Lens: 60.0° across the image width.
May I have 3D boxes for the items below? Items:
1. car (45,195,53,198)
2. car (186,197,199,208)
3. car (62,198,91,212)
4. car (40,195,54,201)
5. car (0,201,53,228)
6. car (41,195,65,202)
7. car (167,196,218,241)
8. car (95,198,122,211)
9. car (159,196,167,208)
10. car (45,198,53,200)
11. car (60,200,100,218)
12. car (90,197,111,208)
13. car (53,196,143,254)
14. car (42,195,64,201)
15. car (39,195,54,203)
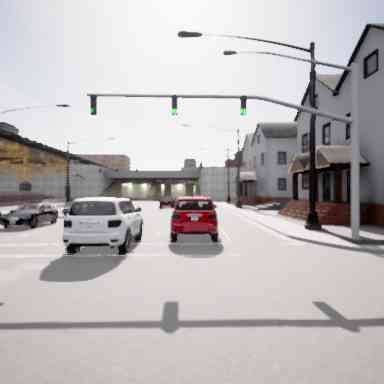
[{"bbox_3d":[-31.656,1.513,67.779,2.038,1.542,4.974,0,0,44],"label":"car"},{"bbox_3d":[0.097,1.531,48.324,1.812,1.442,4.674,0,0,0],"label":"car"},{"bbox_3d":[-14.039,1.532,40.769,1.837,1.490,4.892,0,0,0],"label":"car"},{"bbox_3d":[-31.697,1.356,72.428,1.853,1.218,4.536,0,0,-36],"label":"car"},{"bbox_3d":[-10.596,1.509,22.093,2.128,1.511,4.902,0,0,0],"label":"car"},{"bbox_3d":[-32.455,1.516,77.754,2.038,1.542,4.974,0,0,29],"label":"car"},{"bbox_3d":[0.107,1.224,16.841,2.150,2.045,5.566,0,0,0],"label":"car"},{"bbox_3d":[-10.529,1.569,42.131,2.033,1.411,5.357,0,0,0],"label":"car"},{"bbox_3d":[-3.480,1.362,47.738,2.097,1.767,4.553,0,0,0],"label":"car"},{"bbox_3d":[-14.083,1.550,30.414,1.812,1.442,4.674,0,0,0],"label":"car"},{"bbox_3d":[-10.585,1.567,31.842,2.033,1.411,5.357,0,0,0],"label":"car"},{"bbox_3d":[-13.990,1.533,51.183,1.837,1.490,4.892,0,0,0],"label":"car"},{"bbox_3d":[-3.397,1.227,13.660,2.150,2.045,5.566,0,0,0],"label":"car"},{"bbox_3d":[-32.479,1.359,77.708,1.853,1.218,4.536,0,0,29],"label":"car"},{"bbox_3d":[-31.666,1.514,72.387,2.038,1.542,4.974,0,0,-36],"label":"car"}]
